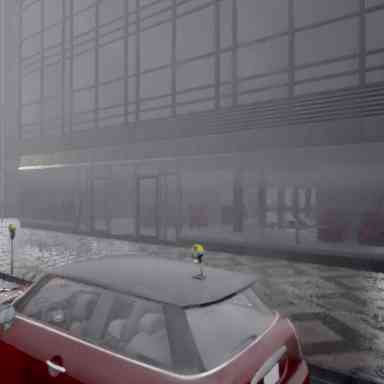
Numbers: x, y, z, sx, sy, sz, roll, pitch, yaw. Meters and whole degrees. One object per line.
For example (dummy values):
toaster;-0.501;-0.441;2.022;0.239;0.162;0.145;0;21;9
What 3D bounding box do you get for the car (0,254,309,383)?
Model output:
car;-0.977;1.434;3.653;4.097;1.590;1.967;0;0;35
